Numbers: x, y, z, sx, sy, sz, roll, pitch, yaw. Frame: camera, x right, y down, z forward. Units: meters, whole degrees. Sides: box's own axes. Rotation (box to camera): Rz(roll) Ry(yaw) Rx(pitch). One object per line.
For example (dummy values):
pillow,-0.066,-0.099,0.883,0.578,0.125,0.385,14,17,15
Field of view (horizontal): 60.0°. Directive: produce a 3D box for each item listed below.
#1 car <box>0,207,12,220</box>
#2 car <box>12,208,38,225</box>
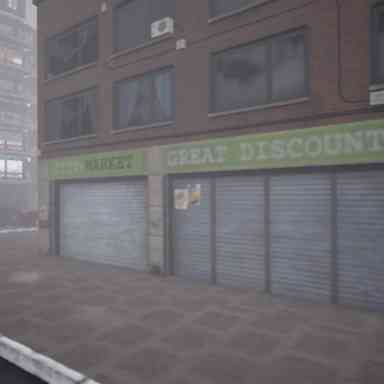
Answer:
car,-19.355,2.198,33.439,1.802,1.307,4.206,-2,-2,35
car,-12.537,2.082,28.627,1.887,1.381,4.507,-2,-2,35
